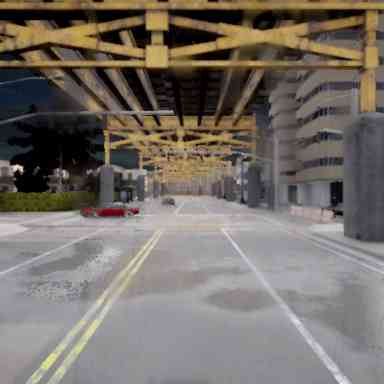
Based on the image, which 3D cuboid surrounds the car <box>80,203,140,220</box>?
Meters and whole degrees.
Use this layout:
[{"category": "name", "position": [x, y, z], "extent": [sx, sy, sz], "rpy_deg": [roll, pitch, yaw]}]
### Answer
[{"category": "car", "position": [-6.823, 1.548, 27.627], "extent": [4.718, 1.301, 1.895], "rpy_deg": [0, 1, -27]}]

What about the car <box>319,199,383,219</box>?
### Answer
[{"category": "car", "position": [13.591, 1.393, 28.534], "extent": [4.974, 1.542, 2.038], "rpy_deg": [0, 0, 25]}]

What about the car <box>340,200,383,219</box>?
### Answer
[{"category": "car", "position": [13.313, 1.244, 24.393], "extent": [4.536, 1.218, 1.853], "rpy_deg": [0, 0, -20]}]

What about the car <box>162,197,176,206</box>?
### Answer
[{"category": "car", "position": [-3.496, 1.440, 51.061], "extent": [2.033, 1.411, 5.357], "rpy_deg": [0, 0, 0]}]

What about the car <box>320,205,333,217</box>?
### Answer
[{"category": "car", "position": [13.638, 1.236, 28.512], "extent": [4.536, 1.218, 1.853], "rpy_deg": [0, 0, 25]}]

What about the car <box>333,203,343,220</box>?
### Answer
[{"category": "car", "position": [13.264, 1.402, 24.375], "extent": [4.974, 1.542, 2.038], "rpy_deg": [0, 0, -20]}]
